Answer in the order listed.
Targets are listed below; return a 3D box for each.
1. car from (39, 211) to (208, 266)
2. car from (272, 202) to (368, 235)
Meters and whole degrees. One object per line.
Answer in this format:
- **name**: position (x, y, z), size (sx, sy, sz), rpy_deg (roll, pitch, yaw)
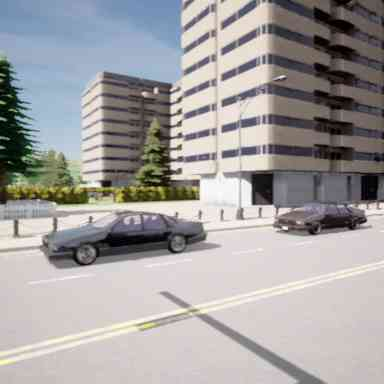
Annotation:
- **car**: position (-2.051, 1.349, 10.978), size (5.357, 1.411, 2.033), rpy_deg (-1, 1, -33)
- **car**: position (6.448, 1.199, 16.409), size (5.357, 1.411, 2.033), rpy_deg (-1, 1, -33)
